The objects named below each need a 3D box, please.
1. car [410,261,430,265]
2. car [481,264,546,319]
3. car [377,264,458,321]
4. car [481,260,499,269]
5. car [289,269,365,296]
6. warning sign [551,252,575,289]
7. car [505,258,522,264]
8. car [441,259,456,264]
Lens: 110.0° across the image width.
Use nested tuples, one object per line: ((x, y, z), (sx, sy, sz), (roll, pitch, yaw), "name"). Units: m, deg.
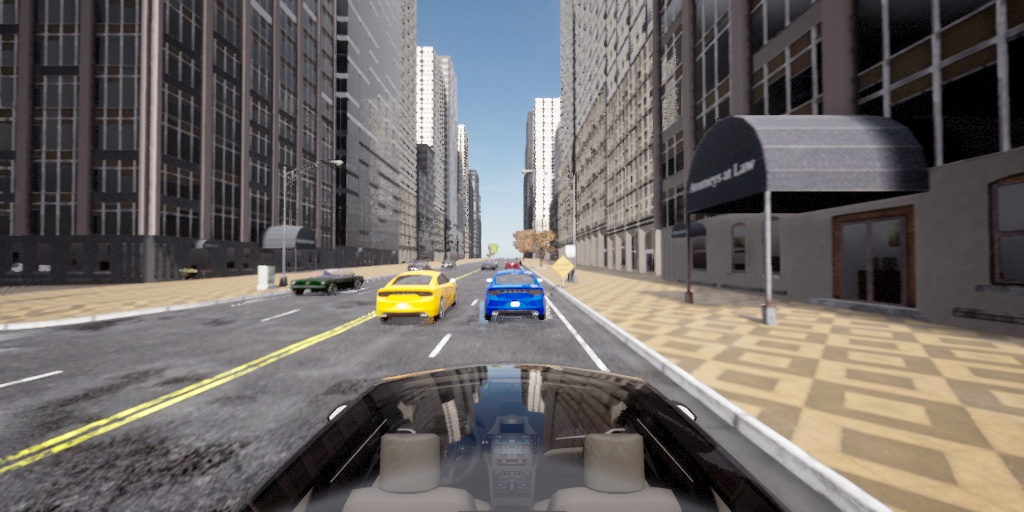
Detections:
((-9.816, 1.267, 38.068), (2.128, 1.511, 4.902), (0, 0, 0), "car")
((0.098, 1.235, 12.817), (1.882, 1.535, 5.008), (0, 0, 0), "car")
((-3.158, 1.258, 12.822), (1.882, 1.535, 5.008), (0, 1, 0), "car")
((-3.219, 1.335, 49.819), (1.994, 1.385, 4.181), (0, 0, 0), "car")
((-9.839, 1.371, 19.457), (1.895, 1.301, 4.718), (0, 0, 0), "car")
((2.861, 0.869, 19.997), (1.300, 1.860, 1.060), (0, 0, 0), "warning sign")
((0.031, 1.119, 49.787), (2.097, 1.767, 4.553), (0, 0, 0), "car")
((-9.716, 1.222, 55.239), (2.128, 1.511, 4.902), (0, 0, 0), "car")
